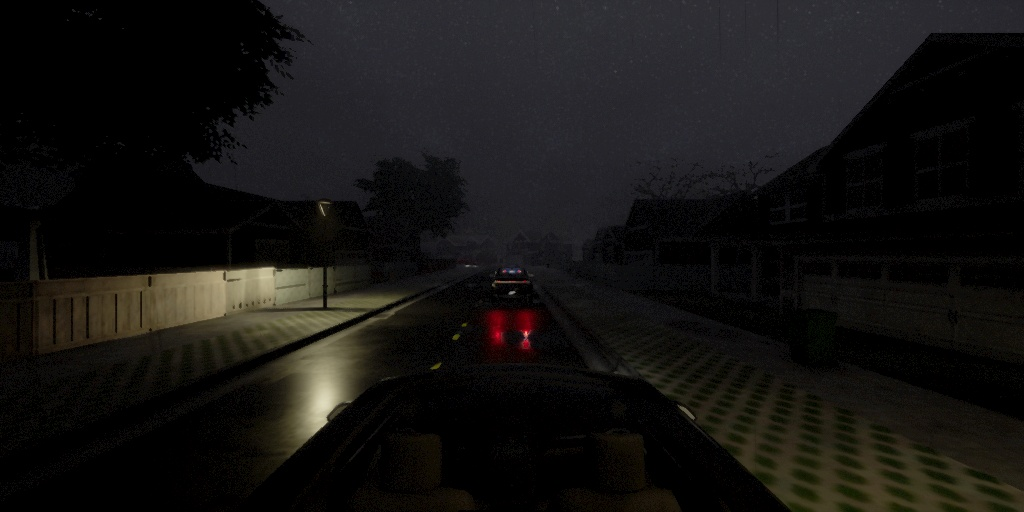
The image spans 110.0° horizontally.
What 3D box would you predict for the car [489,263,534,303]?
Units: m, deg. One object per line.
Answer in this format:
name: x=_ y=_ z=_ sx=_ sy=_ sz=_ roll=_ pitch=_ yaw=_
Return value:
car: x=-0.006 y=1.242 z=16.502 sx=2.128 sy=1.511 sz=4.902 roll=0 pitch=0 yaw=0
